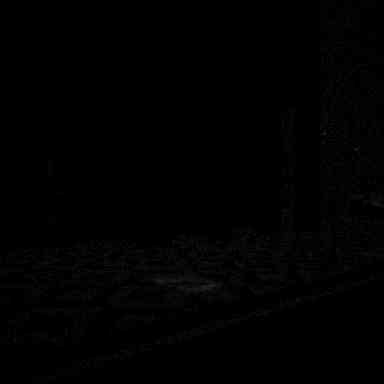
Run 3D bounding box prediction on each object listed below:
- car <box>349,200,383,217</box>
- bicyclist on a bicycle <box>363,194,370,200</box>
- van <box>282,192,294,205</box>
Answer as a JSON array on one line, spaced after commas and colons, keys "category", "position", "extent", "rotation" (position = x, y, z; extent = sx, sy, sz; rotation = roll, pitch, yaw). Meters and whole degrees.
[{"category": "car", "position": [14.856, 1.367, 28.326], "extent": [2.008, 1.369, 4.403], "rotation": [1, 0, -36]}, {"category": "bicyclist on a bicycle", "position": [20.878, 1.030, 39.656], "extent": [1.656, 1.620, 0.582], "rotation": [0, 1, -36]}, {"category": "van", "position": [12.289, 0.930, 46.600], "extent": [1.690, 1.788, 3.998], "rotation": [1, 0, -36]}]
